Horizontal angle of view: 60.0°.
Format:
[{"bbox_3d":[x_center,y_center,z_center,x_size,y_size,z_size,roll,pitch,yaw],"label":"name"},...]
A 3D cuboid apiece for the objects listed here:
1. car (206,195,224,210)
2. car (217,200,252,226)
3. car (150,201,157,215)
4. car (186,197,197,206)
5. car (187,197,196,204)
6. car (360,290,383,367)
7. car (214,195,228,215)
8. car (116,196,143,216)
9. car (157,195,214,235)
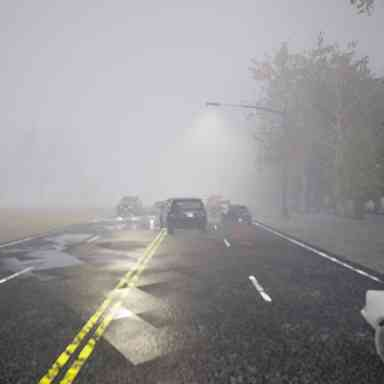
[{"bbox_3d":[3.173,1.464,46.478,2.150,2.045,5.566,1,-1,0],"label":"car"},{"bbox_3d":[3.188,1.631,24.436,1.837,1.490,4.892,-1,0,0],"label":"car"},{"bbox_3d":[-3.420,1.720,36.351,1.837,1.490,4.892,0,0,0],"label":"car"},{"bbox_3d":[-0.055,1.841,65.902,2.033,1.411,5.357,-1,1,1],"label":"car"},{"bbox_3d":[-0.160,1.971,78.915,2.128,1.511,4.902,0,0,0],"label":"car"},{"bbox_3d":[3.261,1.588,2.459,1.895,1.301,4.718,1,1,0],"label":"car"},{"bbox_3d":[3.188,1.534,35.417,2.097,1.767,4.553,0,-1,0],"label":"car"},{"bbox_3d":[-6.668,1.436,36.145,2.150,2.045,5.566,0,0,0],"label":"car"},{"bbox_3d":[-0.590,1.341,20.059,2.150,2.045,5.566,-1,0,-11],"label":"car"}]
